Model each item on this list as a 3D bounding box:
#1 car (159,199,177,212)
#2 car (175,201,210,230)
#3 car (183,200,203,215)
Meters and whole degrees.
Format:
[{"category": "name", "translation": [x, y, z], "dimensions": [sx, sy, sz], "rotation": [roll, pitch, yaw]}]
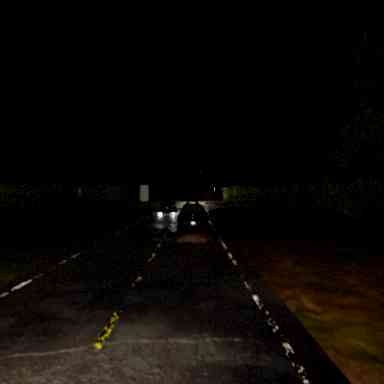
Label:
[{"category": "car", "translation": [-2.800, 1.567, 39.547], "dimensions": [1.837, 1.490, 4.892], "rotation": [0, 0, 0]}, {"category": "car", "translation": [0.069, 1.532, 21.529], "dimensions": [1.837, 1.490, 4.892], "rotation": [0, 0, 0]}, {"category": "car", "translation": [0.055, 1.609, 34.783], "dimensions": [1.994, 1.385, 4.181], "rotation": [0, 0, 0]}]
